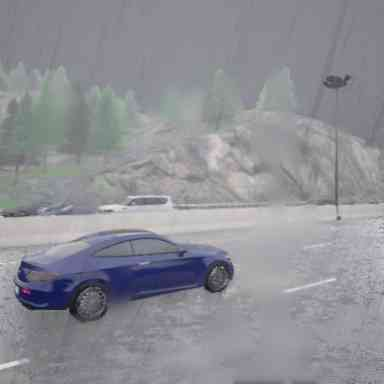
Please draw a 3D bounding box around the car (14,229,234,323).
[{"bbox_3d":[-1.197,1.534,7.189,4.674,1.442,1.812,0,0,-36],"label":"car"}]

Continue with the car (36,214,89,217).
[{"bbox_3d":[-8.316,1.544,23.853,4.674,1.442,1.812,0,0,-35],"label":"car"}]

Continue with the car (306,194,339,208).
[{"bbox_3d":[20.887,1.366,53.228,5.566,2.045,2.150,0,0,-35],"label":"car"}]

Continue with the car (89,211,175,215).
[{"bbox_3d":[-3.752,1.252,22.812,5.566,2.045,2.150,1,0,-36],"label":"car"}]
